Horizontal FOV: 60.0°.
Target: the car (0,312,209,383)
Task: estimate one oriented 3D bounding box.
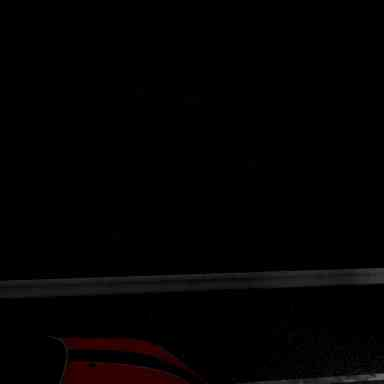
[{"bbox_3d":[-1.880,1.352,1.634,4.553,1.767,2.097,0,0,-6],"label":"car"}]
